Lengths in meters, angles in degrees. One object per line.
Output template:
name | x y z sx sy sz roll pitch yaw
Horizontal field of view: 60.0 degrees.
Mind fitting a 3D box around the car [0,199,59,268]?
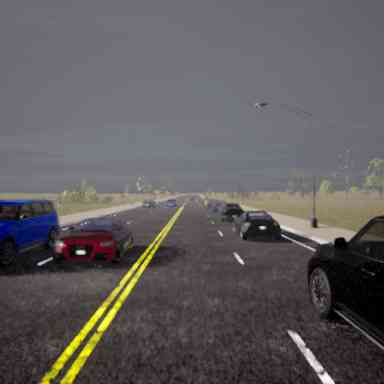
car | -6.601 1.286 11.806 2.150 2.045 5.566 0 0 0

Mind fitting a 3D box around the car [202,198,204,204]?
car | 3.249 1.783 61.493 1.801 1.575 5.366 0 0 0

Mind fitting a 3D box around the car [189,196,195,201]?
car | -0.002 1.826 92.963 2.033 1.411 5.357 0 0 0

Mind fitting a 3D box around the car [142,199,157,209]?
car | -6.575 1.766 51.306 2.128 1.511 4.902 0 0 0

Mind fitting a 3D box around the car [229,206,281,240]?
car | 3.349 1.660 17.722 1.994 1.385 4.181 0 0 0

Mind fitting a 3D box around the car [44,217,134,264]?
car | -3.350 1.630 11.999 1.994 1.385 4.181 0 0 0

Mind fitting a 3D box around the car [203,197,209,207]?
car | 3.249 1.773 50.333 2.163 1.488 4.792 0 0 0

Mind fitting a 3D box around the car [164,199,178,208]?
car | -3.315 1.815 54.304 1.812 1.442 4.674 0 0 0

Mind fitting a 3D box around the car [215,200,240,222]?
car | 3.250 1.657 28.304 1.837 1.490 4.892 0 0 0

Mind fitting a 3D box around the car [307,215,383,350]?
car | 3.350 1.247 4.258 2.150 2.045 5.566 0 0 0

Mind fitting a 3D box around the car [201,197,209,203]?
car | 3.248 2.030 83.332 1.895 1.301 4.718 0 0 0

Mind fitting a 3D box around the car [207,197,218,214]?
car | 3.249 1.715 39.333 2.163 1.488 4.792 0 0 0
